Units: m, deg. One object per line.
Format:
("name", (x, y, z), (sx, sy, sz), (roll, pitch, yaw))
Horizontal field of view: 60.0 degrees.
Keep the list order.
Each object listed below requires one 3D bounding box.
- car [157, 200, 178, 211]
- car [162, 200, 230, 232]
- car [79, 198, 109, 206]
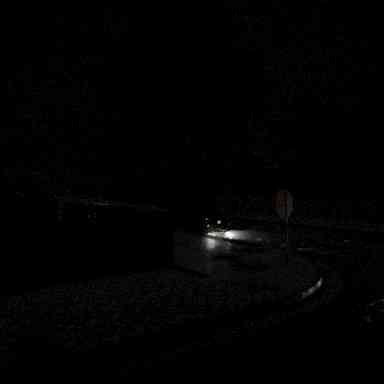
("car", (-1.098, 1.329, 26.316), (1.994, 1.385, 4.181), (-1, 1, -34))
("car", (0.304, 1.419, 19.388), (1.994, 1.385, 4.181), (-1, 1, -35))
("car", (-10.244, 1.335, 34.547), (1.895, 1.301, 4.718), (-1, 1, -35))
